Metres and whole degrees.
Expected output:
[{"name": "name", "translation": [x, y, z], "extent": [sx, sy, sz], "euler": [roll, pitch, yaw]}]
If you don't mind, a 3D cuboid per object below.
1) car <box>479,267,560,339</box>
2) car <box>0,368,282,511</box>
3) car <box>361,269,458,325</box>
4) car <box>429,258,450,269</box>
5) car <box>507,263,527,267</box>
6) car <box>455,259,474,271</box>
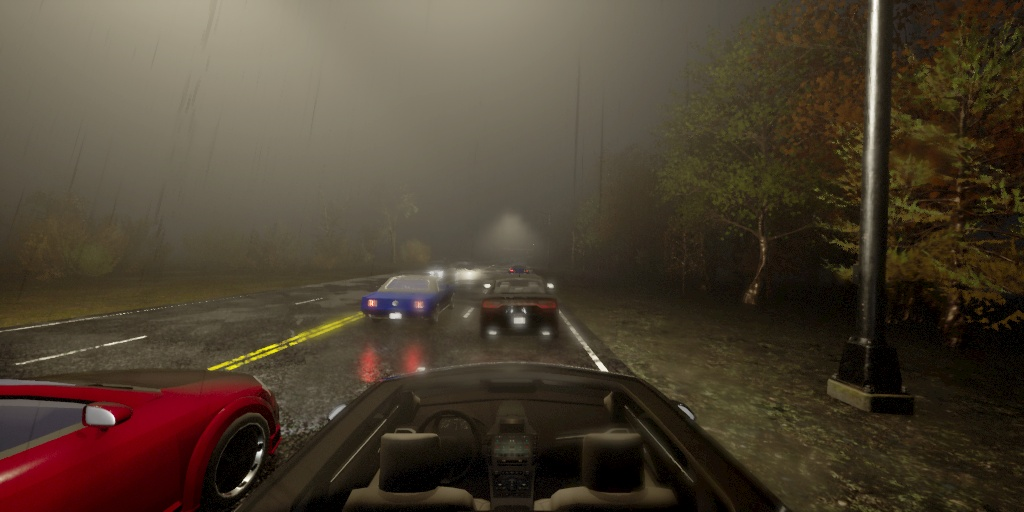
[{"name": "car", "translation": [0.203, 1.235, 10.163], "extent": [1.882, 1.535, 5.008], "euler": [0, 0, 1]}, {"name": "car", "translation": [-3.141, 1.241, 1.621], "extent": [1.994, 1.385, 4.181], "euler": [2, 0, 1]}, {"name": "car", "translation": [-3.014, 1.281, 11.575], "extent": [1.895, 1.301, 4.718], "euler": [2, 0, 0]}, {"name": "car", "translation": [-9.125, 0.961, 45.449], "extent": [2.128, 1.511, 4.902], "euler": [2, 0, 1]}, {"name": "car", "translation": [0.533, 1.296, 30.611], "extent": [1.812, 1.442, 4.674], "euler": [1, 0, 0]}, {"name": "car", "translation": [-5.884, 1.095, 45.178], "extent": [1.812, 1.442, 4.674], "euler": [2, 0, 1]}]
